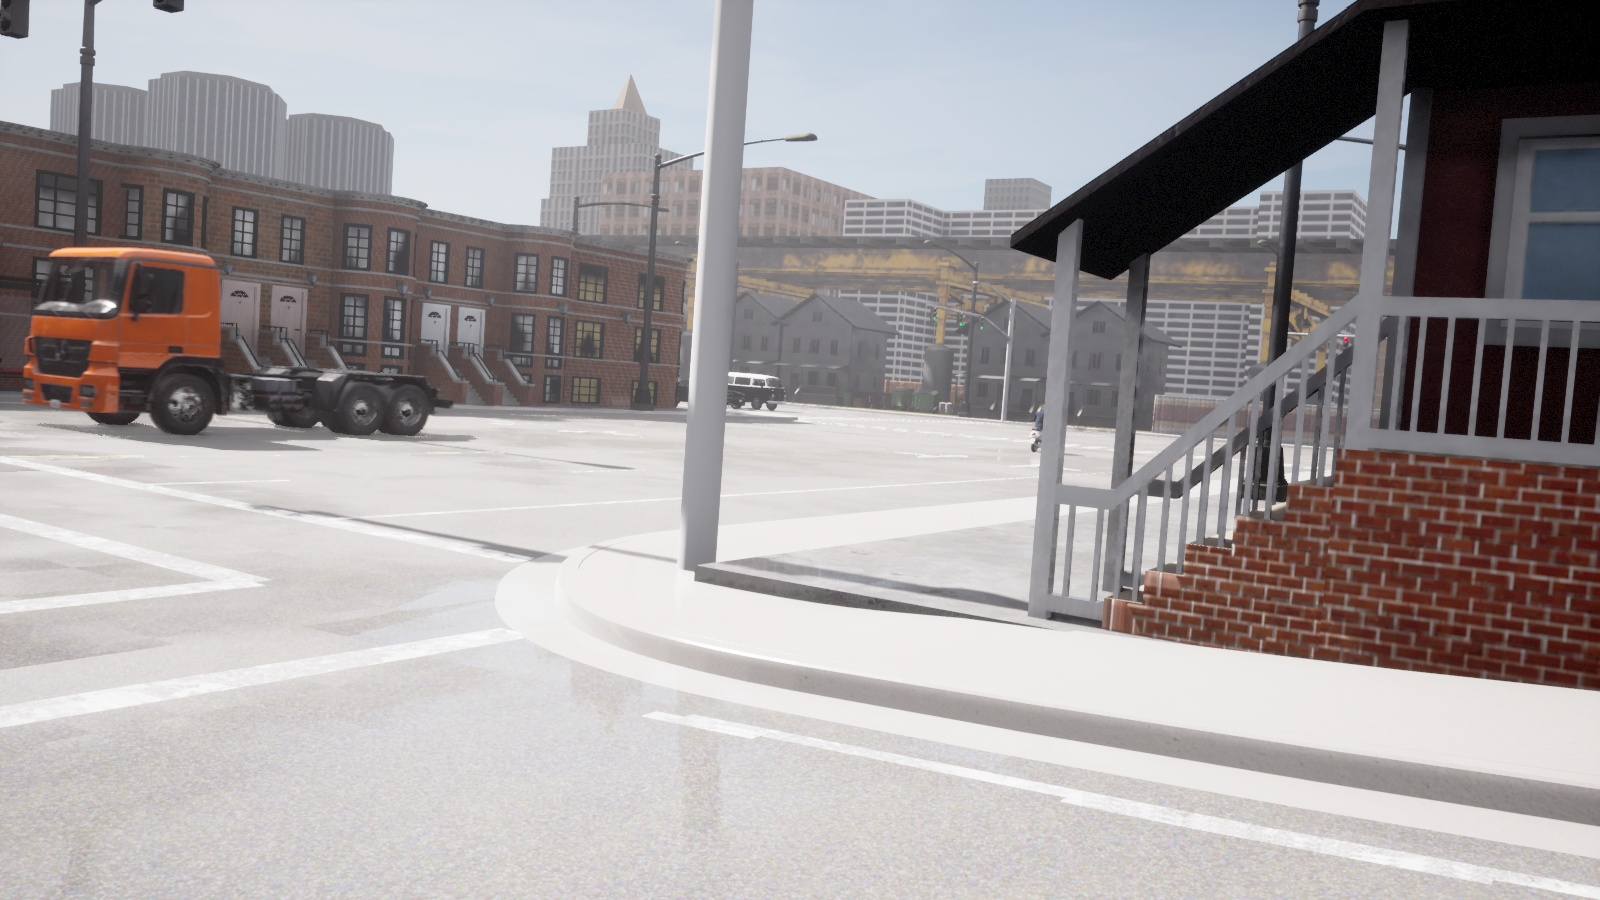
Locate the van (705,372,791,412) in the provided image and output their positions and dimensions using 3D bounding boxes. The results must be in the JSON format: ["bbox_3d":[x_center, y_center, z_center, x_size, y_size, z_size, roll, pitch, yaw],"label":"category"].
[{"bbox_3d":[-3.024,-3.350,72.558,4.480,2.038,2.069,5,4,34],"label":"van"}]

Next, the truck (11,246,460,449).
[{"bbox_3d":[-11.076,-1.917,25.585,2.891,3.462,7.936,5,4,34],"label":"truck"}]

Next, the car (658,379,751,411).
[{"bbox_3d":[-5.347,-3.072,69.899,5.008,1.535,1.882,5,4,34],"label":"car"}]

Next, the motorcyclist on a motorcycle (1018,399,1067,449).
[{"bbox_3d":[8.080,-0.857,41.775,0.866,1.590,1.817,5,4,34],"label":"motorcyclist on a motorcycle"}]
